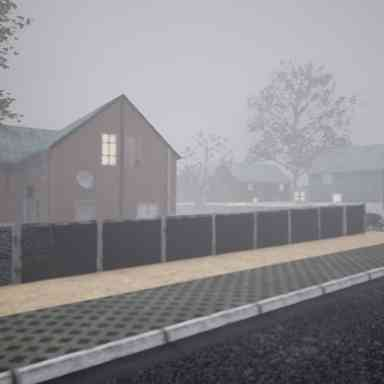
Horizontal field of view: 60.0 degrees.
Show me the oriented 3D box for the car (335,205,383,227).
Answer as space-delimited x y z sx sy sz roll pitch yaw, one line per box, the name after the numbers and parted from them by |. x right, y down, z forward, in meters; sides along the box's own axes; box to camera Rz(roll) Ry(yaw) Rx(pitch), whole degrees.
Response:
10.999 1.694 24.073 1.882 1.535 5.008 0 -1 -37 | car
